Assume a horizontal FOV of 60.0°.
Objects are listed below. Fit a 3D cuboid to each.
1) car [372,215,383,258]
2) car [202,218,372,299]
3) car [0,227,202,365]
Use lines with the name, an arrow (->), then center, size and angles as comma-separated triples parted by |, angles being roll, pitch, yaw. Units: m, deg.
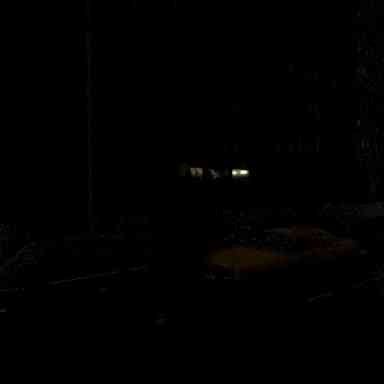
car -> 7.115, 1.502, 11.750 | 4.313, 1.339, 1.947 | 0, 0, -36
car -> 2.360, 1.491, 8.346 | 4.829, 1.417, 1.752 | 0, 0, -36
car -> -2.118, 1.435, 5.140 | 4.097, 1.590, 1.967 | 0, 0, -36
